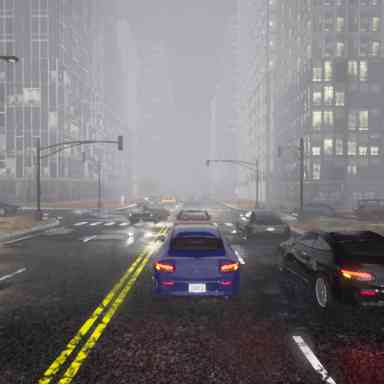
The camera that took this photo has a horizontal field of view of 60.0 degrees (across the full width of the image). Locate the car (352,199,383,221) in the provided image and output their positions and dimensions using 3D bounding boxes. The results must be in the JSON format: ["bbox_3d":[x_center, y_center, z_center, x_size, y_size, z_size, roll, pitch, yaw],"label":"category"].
[{"bbox_3d":[16.158,1.520,27.904,5.009,1.841,2.192,1,0,1],"label":"car"}]

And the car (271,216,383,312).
[{"bbox_3d":[3.340,1.522,7.590,1.812,1.442,4.674,0,0,0],"label":"car"}]

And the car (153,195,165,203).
[{"bbox_3d":[-6.630,1.448,66.911,1.837,1.490,4.892,0,0,0],"label":"car"}]

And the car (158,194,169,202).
[{"bbox_3d":[-6.622,1.285,76.836,2.097,1.767,4.553,0,0,0],"label":"car"}]

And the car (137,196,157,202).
[{"bbox_3d":[-6.673,1.513,47.819,2.033,1.411,5.357,0,0,0],"label":"car"}]

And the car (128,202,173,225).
[{"bbox_3d":[-3.010,1.615,23.831,1.895,1.301,4.718,0,-1,9],"label":"car"}]

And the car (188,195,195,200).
[{"bbox_3d":[-0.141,1.505,89.114,1.895,1.301,4.718,0,0,0],"label":"car"}]

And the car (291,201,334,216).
[{"bbox_3d":[12.226,1.637,33.883,4.181,1.385,1.994,0,1,3],"label":"car"}]

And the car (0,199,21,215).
[{"bbox_3d":[-18.509,1.358,30.991,4.892,1.490,1.837,1,1,2],"label":"car"}]

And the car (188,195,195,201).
[{"bbox_3d":[-0.125,1.467,78.959,2.033,1.411,5.357,0,0,0],"label":"car"}]

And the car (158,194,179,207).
[{"bbox_3d":[-3.421,1.442,49.218,1.882,1.535,5.008,0,0,0],"label":"car"}]

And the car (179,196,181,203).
[{"bbox_3d":[-3.420,1.555,58.596,1.895,1.301,4.718,0,0,0],"label":"car"}]

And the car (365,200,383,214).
[{"bbox_3d":[21.754,1.643,36.199,4.829,1.417,1.752,1,0,1],"label":"car"}]

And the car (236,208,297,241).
[{"bbox_3d":[3.329,1.555,16.159,1.994,1.385,4.181,0,0,-1],"label":"car"}]

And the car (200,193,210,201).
[{"bbox_3d":[3.126,1.144,78.702,2.150,2.045,5.566,0,0,0],"label":"car"}]

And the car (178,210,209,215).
[{"bbox_3d":[0.075,1.591,17.321,1.895,1.301,4.718,0,0,0],"label":"car"}]

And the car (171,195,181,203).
[{"bbox_3d":[-3.360,1.418,69.124,1.882,1.535,5.008,0,0,0],"label":"car"}]

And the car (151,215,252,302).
[{"bbox_3d":[0.088,1.522,8.155,1.812,1.442,4.674,0,0,0],"label":"car"}]

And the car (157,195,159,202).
[{"bbox_3d":[-6.672,1.460,57.557,1.837,1.490,4.892,0,0,0],"label":"car"}]
